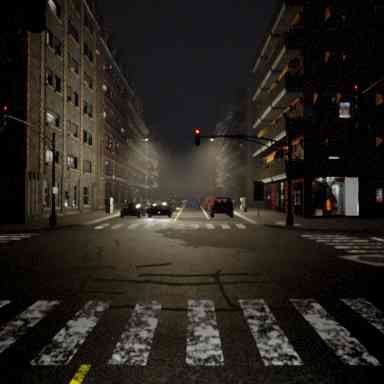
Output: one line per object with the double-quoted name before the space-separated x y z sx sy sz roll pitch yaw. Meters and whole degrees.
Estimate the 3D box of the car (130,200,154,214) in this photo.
"car" -5.267 1.579 35.724 1.947 1.339 4.313 1 0 0

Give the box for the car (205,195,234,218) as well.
"car" 2.613 1.325 30.201 2.192 1.841 5.009 1 0 0

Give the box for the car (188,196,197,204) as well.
"car" 0.135 1.598 70.384 1.882 1.535 5.008 0 0 0

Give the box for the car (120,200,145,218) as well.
"car" -5.272 1.576 30.162 1.947 1.339 4.313 1 0 0

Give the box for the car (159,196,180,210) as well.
"car" -2.796 1.522 39.308 1.837 1.490 4.892 0 0 0

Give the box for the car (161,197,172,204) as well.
"car" -5.240 1.664 69.095 2.008 1.369 4.403 1 0 0

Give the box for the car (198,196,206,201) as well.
"car" 2.660 1.810 91.375 1.947 1.339 4.313 1 0 0

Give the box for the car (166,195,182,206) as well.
"car" -2.734 1.599 49.242 1.994 1.385 4.181 0 0 1

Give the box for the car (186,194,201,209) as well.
"car" 0.145 1.507 47.225 1.882 1.535 5.008 0 0 0

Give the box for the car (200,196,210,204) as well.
"car" 2.641 1.554 69.124 1.967 1.590 4.097 1 0 0

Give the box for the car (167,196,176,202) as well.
"car" -5.226 1.761 85.786 2.008 1.369 4.403 1 0 0

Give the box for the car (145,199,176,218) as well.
"car" -2.812 1.574 30.428 1.994 1.385 4.181 0 0 0

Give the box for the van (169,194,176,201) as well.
"van" -5.217 1.585 91.351 1.690 1.788 3.998 1 0 0

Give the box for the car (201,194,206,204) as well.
"car" 2.621 1.334 41.326 2.192 1.841 5.009 1 0 0

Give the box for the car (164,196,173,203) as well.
"car" -5.235 1.668 74.487 1.752 1.417 4.829 1 0 0

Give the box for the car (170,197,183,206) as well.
"car" -2.695 1.616 59.603 2.033 1.411 5.357 0 0 0
